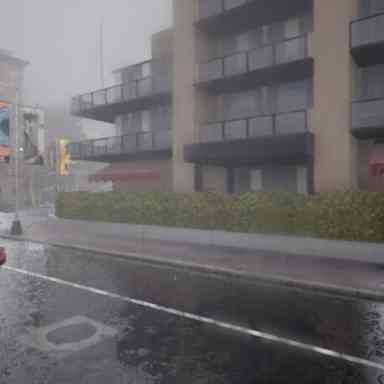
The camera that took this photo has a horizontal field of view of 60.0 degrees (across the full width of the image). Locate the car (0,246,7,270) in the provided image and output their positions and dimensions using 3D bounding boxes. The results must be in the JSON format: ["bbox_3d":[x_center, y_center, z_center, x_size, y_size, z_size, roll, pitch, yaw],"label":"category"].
[{"bbox_3d":[-7.095,1.608,9.053,4.718,1.301,1.895,0,0,35],"label":"car"}]
